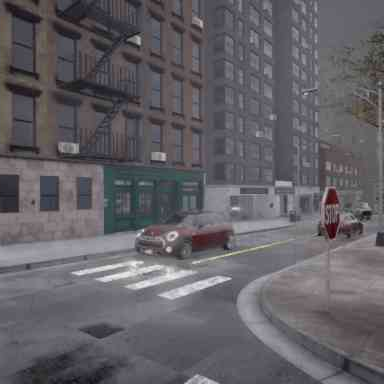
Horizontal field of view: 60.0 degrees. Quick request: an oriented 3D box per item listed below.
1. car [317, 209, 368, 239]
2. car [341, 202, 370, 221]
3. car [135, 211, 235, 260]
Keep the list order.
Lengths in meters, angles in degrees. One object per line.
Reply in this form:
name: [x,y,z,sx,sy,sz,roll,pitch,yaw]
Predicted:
car: [9.183,1.992,20.511,1.812,1.442,4.674,0,-2,39]
car: [17.443,2.102,35.565,2.150,2.045,5.566,0,-1,39]
car: [-0.139,1.581,13.554,2.097,1.767,4.553,0,-1,39]
